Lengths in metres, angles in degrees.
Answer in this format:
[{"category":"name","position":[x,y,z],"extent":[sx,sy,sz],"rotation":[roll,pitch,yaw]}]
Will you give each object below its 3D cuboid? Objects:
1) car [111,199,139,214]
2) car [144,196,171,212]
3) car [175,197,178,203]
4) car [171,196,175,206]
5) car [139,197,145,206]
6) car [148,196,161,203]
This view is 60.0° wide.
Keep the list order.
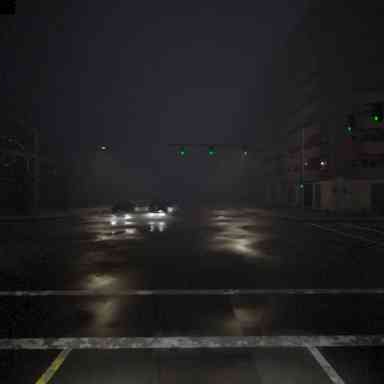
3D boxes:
[{"category":"car","position":[-7.379,1.597,36.027],"extent":[1.895,1.301,4.718],"rotation":[0,0,0]},{"category":"car","position":[-3.896,1.487,38.672],"extent":[2.128,1.511,4.902],"rotation":[0,0,0]},{"category":"car","position":[-4.043,1.518,67.717],"extent":[1.812,1.442,4.674],"rotation":[0,0,0]},{"category":"car","position":[-3.989,1.595,50.678],"extent":[1.895,1.301,4.718],"rotation":[0,0,0]},{"category":"car","position":[-7.493,1.520,51.184],"extent":[1.812,1.442,4.674],"rotation":[0,0,0]},{"category":"car","position":[-7.536,1.536,67.770],"extent":[2.033,1.411,5.357],"rotation":[0,0,0]}]
